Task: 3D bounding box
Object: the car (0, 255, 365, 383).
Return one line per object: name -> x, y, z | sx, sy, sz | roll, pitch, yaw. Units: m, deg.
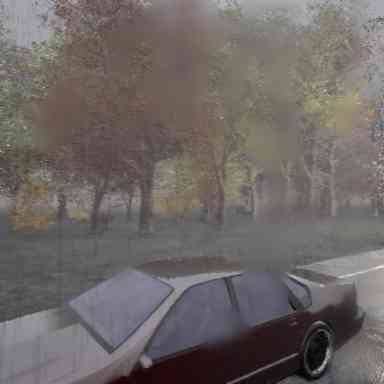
car -> -0.076, 1.553, 3.934 | 5.357, 1.411, 2.033 | 0, 0, -35
